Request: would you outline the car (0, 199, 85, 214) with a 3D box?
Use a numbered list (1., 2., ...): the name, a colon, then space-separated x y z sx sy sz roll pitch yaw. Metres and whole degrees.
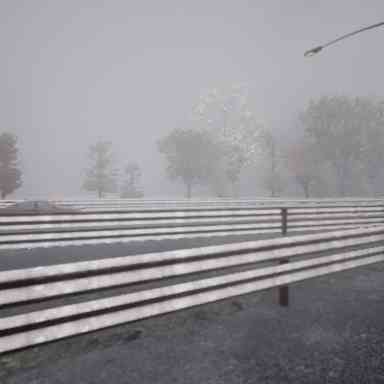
1. car: -8.964 1.194 19.773 5.008 1.535 1.882 0 0 -26
